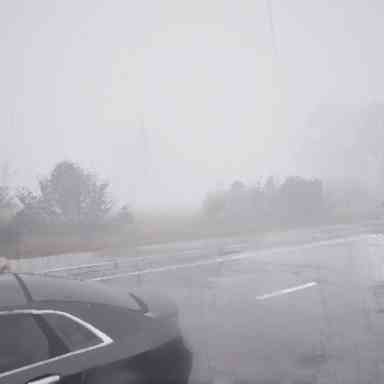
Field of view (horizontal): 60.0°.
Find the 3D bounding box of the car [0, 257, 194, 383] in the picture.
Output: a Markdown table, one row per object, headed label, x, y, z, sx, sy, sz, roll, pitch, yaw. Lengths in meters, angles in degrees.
| label | x | y | z | sx | sy | sz | roll | pitch | yaw |
| --- | --- | --- | --- | --- | --- | --- | --- | --- | --- |
| car | -2.264 | 1.505 | 2.389 | 4.892 | 1.490 | 1.837 | 0 | 0 | -36 |
